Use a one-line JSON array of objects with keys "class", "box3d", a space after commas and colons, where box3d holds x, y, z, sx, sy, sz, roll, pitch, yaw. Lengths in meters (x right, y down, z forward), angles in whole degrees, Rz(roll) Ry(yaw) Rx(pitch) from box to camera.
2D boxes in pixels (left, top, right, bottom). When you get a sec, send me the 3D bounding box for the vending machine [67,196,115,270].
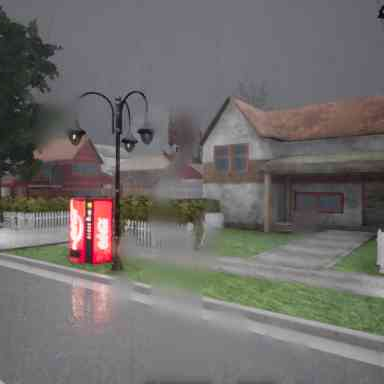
[{"class": "vending machine", "box3d": [-3.106, 1.194, 10.261, 0.880, 2.100, 1.100, 0, 0, 36]}]
